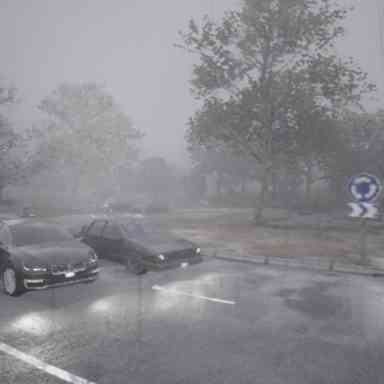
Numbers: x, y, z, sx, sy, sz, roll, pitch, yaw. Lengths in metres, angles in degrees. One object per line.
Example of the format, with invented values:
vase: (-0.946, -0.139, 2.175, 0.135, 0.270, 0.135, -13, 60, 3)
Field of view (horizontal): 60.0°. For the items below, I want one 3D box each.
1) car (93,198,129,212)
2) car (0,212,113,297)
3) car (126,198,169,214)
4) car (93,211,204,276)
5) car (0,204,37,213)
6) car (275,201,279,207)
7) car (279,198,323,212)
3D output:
car: (-8.068, 1.367, 34.580, 2.097, 1.767, 4.553, 0, 0, 32)
car: (-4.199, 1.489, 8.743, 1.837, 1.490, 4.892, 0, 0, -43)
car: (-4.318, 1.608, 34.579, 1.994, 1.385, 4.181, 0, 0, 38)
car: (-2.139, 1.553, 10.712, 5.357, 1.411, 2.033, 0, 0, 43)
car: (-10.115, 1.446, 18.661, 2.128, 1.511, 4.902, 1, 0, -10)
car: (13.820, 1.550, 45.145, 4.902, 1.511, 2.128, 1, 0, 9)
car: (13.767, 1.722, 41.721, 4.892, 1.490, 1.837, 1, 0, 14)
